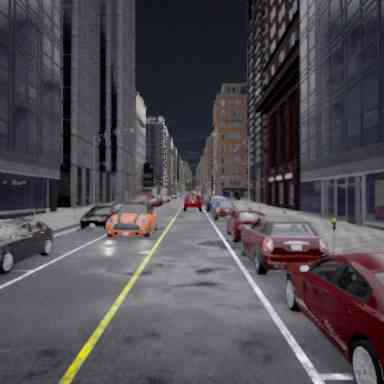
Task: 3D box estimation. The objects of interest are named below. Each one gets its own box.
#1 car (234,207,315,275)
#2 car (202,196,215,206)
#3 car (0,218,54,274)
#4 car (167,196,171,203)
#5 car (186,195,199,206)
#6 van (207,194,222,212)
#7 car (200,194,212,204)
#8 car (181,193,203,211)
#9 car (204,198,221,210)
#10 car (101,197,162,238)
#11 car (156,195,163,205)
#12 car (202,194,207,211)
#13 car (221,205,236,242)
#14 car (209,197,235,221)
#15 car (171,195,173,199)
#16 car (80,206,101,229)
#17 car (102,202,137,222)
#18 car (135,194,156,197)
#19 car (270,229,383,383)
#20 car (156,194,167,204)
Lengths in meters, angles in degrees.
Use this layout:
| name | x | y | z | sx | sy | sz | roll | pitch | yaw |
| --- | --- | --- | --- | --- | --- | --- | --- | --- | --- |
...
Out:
| name | x | y | z | sx | sy | sz | roll | pitch | yaw |
| --- | --- | --- | --- | --- | --- | --- | --- | --- | --- |
| car | 2.676 | 1.443 | 10.459 | 1.967 | 1.590 | 4.097 | 1 | 0 | 0 |
| car | 2.671 | 1.464 | 55.453 | 1.967 | 1.590 | 4.097 | 1 | 0 | 0 |
| car | -5.851 | 1.553 | 10.465 | 2.008 | 1.369 | 4.403 | 1 | 0 | 0 |
| car | -5.857 | 1.556 | 66.540 | 1.752 | 1.417 | 4.829 | 1 | 0 | 0 |
| car | 0.092 | 1.376 | 56.213 | 2.097 | 1.767 | 4.553 | 0 | 0 | 0 |
| van | 2.674 | 1.351 | 32.956 | 1.690 | 1.788 | 3.998 | 1 | 0 | 0 |
| car | 2.670 | 1.347 | 66.702 | 2.192 | 1.841 | 5.009 | 1 | 0 | 0 |
| car | 0.096 | 1.237 | 41.550 | 2.150 | 2.045 | 5.566 | 0 | 0 | 0 |
| car | 2.671 | 1.567 | 44.205 | 2.008 | 1.369 | 4.403 | 1 | 0 | 0 |
| car | -3.041 | 1.355 | 17.716 | 2.097 | 1.767 | 4.553 | 0 | 0 | 1 |
| car | -5.856 | 1.564 | 49.836 | 1.887 | 1.381 | 4.507 | 1 | 0 | 0 |
| car | 2.674 | 1.328 | 38.580 | 2.192 | 1.841 | 5.009 | 1 | 0 | 0 |
| car | 2.675 | 1.549 | 16.084 | 1.887 | 1.381 | 4.507 | 1 | 0 | 0 |
| car | 2.674 | 1.448 | 27.332 | 1.967 | 1.590 | 4.097 | 1 | 0 | 0 |
| car | -5.858 | 1.580 | 72.335 | 1.887 | 1.381 | 4.507 | 1 | 0 | 0 |
| car | -5.852 | 1.571 | 21.714 | 1.947 | 1.339 | 4.313 | 1 | 0 | 0 |
| car | -5.853 | 1.552 | 27.338 | 1.887 | 1.381 | 4.507 | 1 | 0 | 0 |
| car | -5.852 | 1.327 | 38.587 | 2.192 | 1.841 | 5.009 | 1 | 0 | 0 |
| car | 2.676 | 1.546 | 4.835 | 1.887 | 1.381 | 4.507 | 1 | 0 | 0 |
| car | -5.854 | 1.338 | 55.461 | 2.192 | 1.841 | 5.009 | 1 | 0 | 0 |
